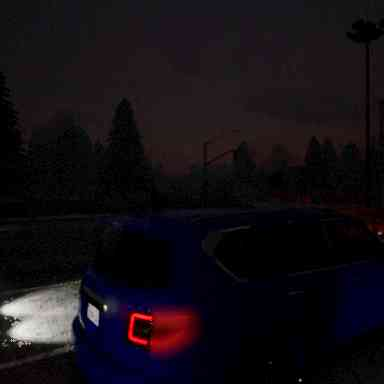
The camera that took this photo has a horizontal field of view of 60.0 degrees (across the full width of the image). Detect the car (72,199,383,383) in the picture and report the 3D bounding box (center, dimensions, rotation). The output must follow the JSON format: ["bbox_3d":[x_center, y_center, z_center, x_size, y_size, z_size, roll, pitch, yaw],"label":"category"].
[{"bbox_3d":[1.272,1.205,4.638,5.566,2.045,2.150,-1,0,-35],"label":"car"}]

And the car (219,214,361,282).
[{"bbox_3d":[3.092,1.510,10.228,4.181,1.385,1.994,-1,0,-34],"label":"car"}]

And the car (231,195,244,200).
[{"bbox_3d":[6.396,1.235,50.612,2.128,1.511,4.902,-1,0,-35],"label":"car"}]

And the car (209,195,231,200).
[{"bbox_3d":[3.149,1.371,49.132,1.895,1.301,4.718,-1,0,-36],"label":"car"}]
